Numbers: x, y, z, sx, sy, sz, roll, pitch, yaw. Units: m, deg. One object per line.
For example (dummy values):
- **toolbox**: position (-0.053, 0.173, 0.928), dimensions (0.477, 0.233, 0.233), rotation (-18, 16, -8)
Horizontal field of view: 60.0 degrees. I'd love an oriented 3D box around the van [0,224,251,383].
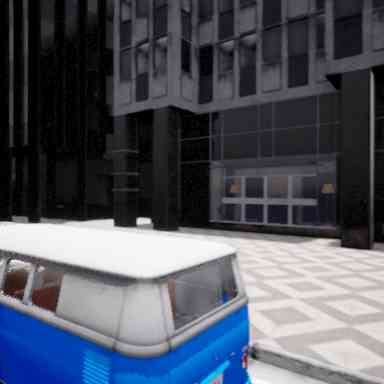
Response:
- **van**: position (-1.329, 1.335, 3.793), dimensions (3.998, 1.788, 1.690), rotation (0, 0, 35)
